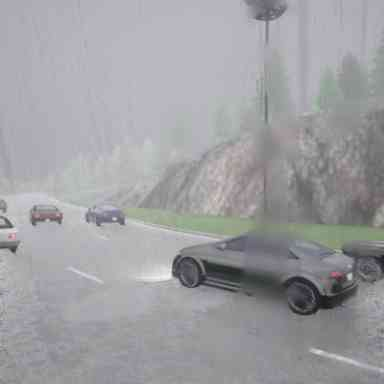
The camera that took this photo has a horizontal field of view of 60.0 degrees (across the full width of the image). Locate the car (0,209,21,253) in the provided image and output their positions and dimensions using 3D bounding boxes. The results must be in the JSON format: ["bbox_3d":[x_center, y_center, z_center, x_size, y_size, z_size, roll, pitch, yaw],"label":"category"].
[{"bbox_3d":[-7.987,1.551,12.795,1.895,1.301,4.718,1,0,-36],"label":"car"}]

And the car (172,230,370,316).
[{"bbox_3d":[1.517,1.592,7.706,4.181,1.385,1.994,0,0,40],"label":"car"}]

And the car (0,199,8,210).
[{"bbox_3d":[-20.858,1.415,35.606,2.033,1.411,5.357,1,0,-28],"label":"car"}]

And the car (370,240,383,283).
[{"bbox_3d":[6.218,1.671,8.237,4.718,1.301,1.895,0,0,36],"label":"car"}]

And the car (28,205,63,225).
[{"bbox_3d":[-10.412,1.544,23.442,1.895,1.301,4.718,1,0,-29],"label":"car"}]

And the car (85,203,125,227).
[{"bbox_3d":[-5.996,1.508,22.785,1.812,1.442,4.674,0,0,-30],"label":"car"}]
